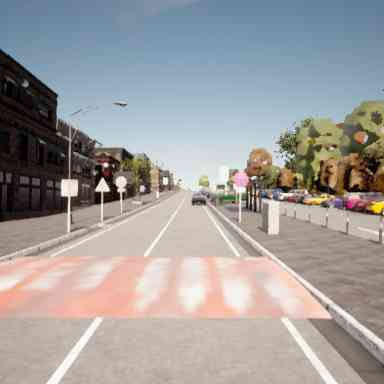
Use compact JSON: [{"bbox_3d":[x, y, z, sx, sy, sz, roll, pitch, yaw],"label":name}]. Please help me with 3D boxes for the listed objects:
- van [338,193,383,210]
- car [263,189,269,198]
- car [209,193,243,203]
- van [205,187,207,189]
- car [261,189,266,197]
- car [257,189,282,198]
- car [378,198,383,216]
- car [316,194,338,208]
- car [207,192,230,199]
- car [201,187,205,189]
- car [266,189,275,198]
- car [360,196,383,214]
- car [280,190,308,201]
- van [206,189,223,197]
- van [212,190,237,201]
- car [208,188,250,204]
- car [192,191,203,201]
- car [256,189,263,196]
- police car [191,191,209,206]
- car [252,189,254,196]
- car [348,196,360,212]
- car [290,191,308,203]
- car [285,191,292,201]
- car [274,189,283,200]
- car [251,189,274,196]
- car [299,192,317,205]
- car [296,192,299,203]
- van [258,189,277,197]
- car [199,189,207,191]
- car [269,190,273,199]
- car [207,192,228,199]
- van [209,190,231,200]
[{"bbox_3d":[18.953,1.060,36.424,4.442,1.987,1.878,0,1,0],"label":"van"},{"bbox_3d":[18.757,0.761,72.505,4.792,1.488,2.163,0,1,0],"label":"car"},{"bbox_3d":[5.546,1.002,54.993,5.366,1.575,1.946,0,1,0],"label":"car"},{"bbox_3d":[5.813,0.347,80.225,4.442,1.987,1.878,0,1,0],"label":"van"},{"bbox_3d":[18.812,0.705,75.287,4.792,1.488,2.163,0,1,0],"label":"car"},{"bbox_3d":[18.804,0.309,80.832,5.566,2.045,2.435,0,1,0],"label":"car"},{"bbox_3d":[18.845,1.452,28.101,4.674,1.452,2.002,0,1,0],"label":"car"},{"bbox_3d":[18.800,1.232,41.977,4.792,1.488,2.163,0,1,0],"label":"car"},{"bbox_3d":[5.737,0.771,71.813,4.792,1.488,2.163,0,1,0],"label":"car"},{"bbox_3d":[5.665,0.258,83.024,5.566,2.045,2.435,0,1,0],"label":"car"},{"bbox_3d":[18.975,0.775,69.733,5.366,1.575,1.946,0,1,0],"label":"car"},{"bbox_3d":[18.839,1.369,30.875,5.008,1.535,2.097,0,1,0],"label":"car"},{"bbox_3d":[18.811,0.952,58.629,5.008,1.535,2.097,0,1,0],"label":"car"},{"bbox_3d":[5.806,0.219,85.829,4.442,1.987,1.878,0,1,0],"label":"van"},{"bbox_3d":[5.840,0.695,60.596,4.442,1.987,1.878,0,1,0],"label":"van"},{"bbox_3d":[5.707,0.796,52.186,5.566,2.045,2.435,0,1,0],"label":"car"},{"bbox_3d":[0.971,0.774,63.472,2.097,1.767,4.553,0,1,0],"label":"car"},{"bbox_3d":[18.751,0.368,78.056,5.566,2.045,2.435,0,1,0],"label":"car"},{"bbox_3d":[0.974,1.086,47.595,1.930,1.638,5.238,0,1,0],"label":"police car"},{"bbox_3d":[18.954,0.431,86.387,5.366,1.575,1.946,0,1,0],"label":"car"},{"bbox_3d":[18.837,1.368,33.653,4.674,1.452,2.002,0,1,0],"label":"car"},{"bbox_3d":[18.820,1.037,53.077,4.892,1.521,2.231,0,1,0],"label":"car"},{"bbox_3d":[18.815,0.994,55.853,5.008,1.535,2.097,0,1,0],"label":"car"},{"bbox_3d":[18.773,0.659,61.400,5.566,2.045,2.435,0,1,0],"label":"car"},{"bbox_3d":[18.793,0.119,89.157,5.566,2.045,2.435,0,1,0],"label":"car"},{"bbox_3d":[18.635,1.116,47.527,5.366,1.575,1.946,0,1,0],"label":"car"},{"bbox_3d":[18.846,1.107,50.303,4.792,1.488,2.163,0,1,0],"label":"car"},{"bbox_3d":[18.888,0.271,83.608,4.442,1.987,1.878,0,1,0],"label":"van"},{"bbox_3d":[0.971,0.862,57.464,2.097,1.767,4.553,0,1,0],"label":"car"},{"bbox_3d":[18.789,0.824,66.956,5.008,1.535,2.097,0,1,0],"label":"car"},{"bbox_3d":[5.702,0.728,74.621,4.674,1.452,2.002,0,1,0],"label":"car"},{"bbox_3d":[5.829,0.563,69.007,4.442,1.987,1.878,0,1,0],"label":"van"}]
